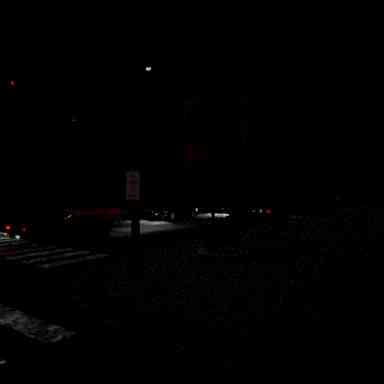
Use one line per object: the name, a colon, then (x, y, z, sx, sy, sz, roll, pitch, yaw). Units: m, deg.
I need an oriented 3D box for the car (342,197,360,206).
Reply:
car: (28.677, 1.642, 59.261, 1.837, 1.490, 4.892, 0, -2, 35)

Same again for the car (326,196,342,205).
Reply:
car: (26.507, 1.493, 61.820, 2.097, 1.767, 4.553, 0, 0, 35)

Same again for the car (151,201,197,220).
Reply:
car: (-1.423, 1.532, 28.356, 1.837, 1.490, 4.892, 0, 0, 35)

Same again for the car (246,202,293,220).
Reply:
car: (6.961, 1.595, 28.601, 2.033, 1.411, 5.357, 0, 0, 35)

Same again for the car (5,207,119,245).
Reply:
car: (-6.058, 1.612, 15.847, 1.895, 1.301, 4.718, 0, 0, 35)

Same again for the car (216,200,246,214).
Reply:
car: (4.377, 1.611, 36.533, 1.994, 1.385, 4.181, 0, 0, 36)

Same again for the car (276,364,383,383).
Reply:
car: (2.249, 1.551, 1.238, 4.403, 1.369, 2.008, 0, 0, 36)

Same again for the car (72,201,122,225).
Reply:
car: (-6.656, 1.364, 20.969, 2.097, 1.767, 4.553, 0, 0, 35)
